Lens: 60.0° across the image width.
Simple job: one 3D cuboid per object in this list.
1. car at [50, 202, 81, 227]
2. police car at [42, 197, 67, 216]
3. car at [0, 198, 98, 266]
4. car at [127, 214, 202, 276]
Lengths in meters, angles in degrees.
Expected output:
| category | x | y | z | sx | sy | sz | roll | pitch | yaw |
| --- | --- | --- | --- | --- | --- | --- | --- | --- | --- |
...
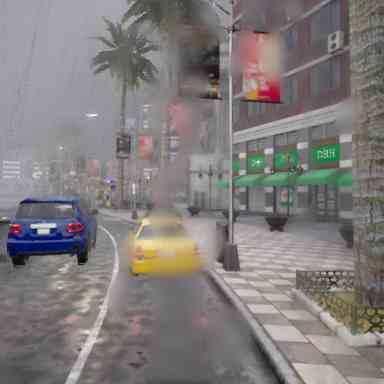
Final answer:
| category | x | y | z | sx | sy | sz | roll | pitch | yaw |
| --- | --- | --- | --- | --- | --- | --- | --- | --- | --- |
| car | -9.138 | 1.515 | 23.863 | 1.812 | 1.442 | 4.674 | 0 | 0 | -24 |
| police car | -13.911 | 1.409 | 33.515 | 1.930 | 1.638 | 5.238 | 0 | 0 | -26 |
| car | -4.645 | 1.212 | 11.796 | 2.150 | 2.045 | 5.566 | 0 | -1 | -12 |
| car | -1.042 | 1.455 | 10.377 | 1.801 | 1.575 | 5.366 | 0 | 0 | -11 |
